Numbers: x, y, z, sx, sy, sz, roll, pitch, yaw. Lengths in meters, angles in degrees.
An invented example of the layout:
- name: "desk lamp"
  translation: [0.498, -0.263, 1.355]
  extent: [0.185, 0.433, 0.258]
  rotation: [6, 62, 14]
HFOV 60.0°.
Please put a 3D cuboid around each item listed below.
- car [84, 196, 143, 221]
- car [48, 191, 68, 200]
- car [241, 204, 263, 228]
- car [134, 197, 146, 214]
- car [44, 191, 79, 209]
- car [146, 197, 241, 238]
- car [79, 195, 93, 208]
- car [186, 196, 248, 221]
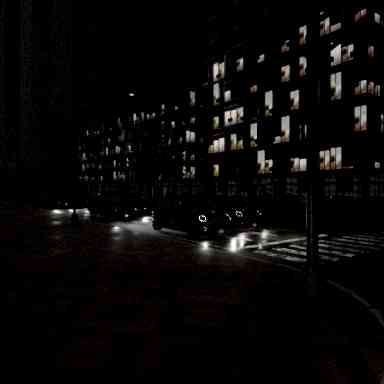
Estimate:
- name: "car"
  translation: [-5.653, 1.208, 23.555]
  extent: [1.895, 1.301, 4.718]
  rotation: [0, 1, -38]
- name: "car"
  translation: [-22.574, 0.540, 55.895]
  extent: [1.895, 1.301, 4.718]
  rotation: [0, 1, -38]
- name: "car"
  translation: [1.911, 1.104, 19.227]
  extent: [2.097, 1.767, 4.553]
  rotation: [0, 1, -38]
- name: "car"
  translation: [-4.617, 1.107, 27.486]
  extent: [2.033, 1.411, 5.357]
  rotation: [0, 1, -38]
- name: "car"
  translation: [-13.400, 0.883, 33.397]
  extent: [1.837, 1.490, 4.892]
  rotation: [0, 1, -38]
- name: "car"
  translation: [-0.075, 1.124, 16.497]
  extent: [2.097, 1.767, 4.553]
  rotation: [0, 1, -38]
- name: "car"
  translation: [-11.493, 0.956, 36.228]
  extent: [1.895, 1.301, 4.718]
  rotation: [0, 1, -38]
- name: "car"
  translation: [1.756, 1.170, 24.983]
  extent: [1.837, 1.490, 4.892]
  rotation: [0, 1, -38]
